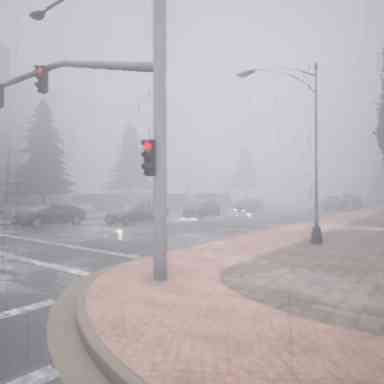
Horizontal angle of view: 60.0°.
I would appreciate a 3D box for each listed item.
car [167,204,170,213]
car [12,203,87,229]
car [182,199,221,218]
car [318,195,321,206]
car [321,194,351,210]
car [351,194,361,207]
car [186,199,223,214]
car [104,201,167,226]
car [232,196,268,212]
[{"bbox_3d":[-4.043,1.566,30.389,2.128,1.511,4.902,0,0,36],"label":"car"},{"bbox_3d":[-9.626,1.578,22.809,1.837,1.490,4.892,0,0,38],"label":"car"},{"bbox_3d":[0.921,1.627,31.245,1.994,1.385,4.181,0,0,37],"label":"car"},{"bbox_3d":[22.152,1.618,54.120,1.994,1.385,4.181,0,0,36],"label":"car"},{"bbox_3d":[19.059,1.393,43.930,2.097,1.767,4.553,0,0,36],"label":"car"},{"bbox_3d":[24.858,1.264,51.885,2.150,2.045,5.566,0,0,36],"label":"car"},{"bbox_3d":[1.519,1.580,38.014,1.837,1.490,4.892,0,0,36],"label":"car"},{"bbox_3d":[-4.196,1.588,24.201,1.812,1.442,4.674,0,0,36],"label":"car"},{"bbox_3d":[7.038,1.569,39.633,1.837,1.490,4.892,0,0,36],"label":"car"}]
